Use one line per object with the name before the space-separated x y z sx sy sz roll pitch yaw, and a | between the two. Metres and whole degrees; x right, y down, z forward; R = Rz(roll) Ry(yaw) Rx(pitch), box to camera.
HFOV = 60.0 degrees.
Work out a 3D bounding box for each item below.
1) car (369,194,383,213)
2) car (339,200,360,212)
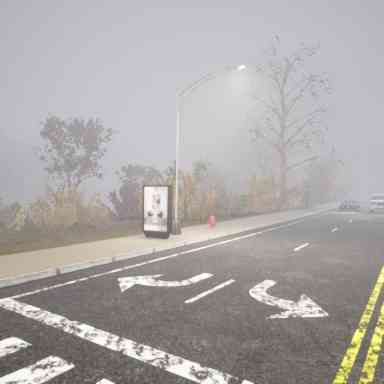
car | 21.577 1.262 37.926 2.150 2.045 5.566 0 0 31
car | 18.796 1.602 39.607 1.994 1.385 4.181 0 0 31
